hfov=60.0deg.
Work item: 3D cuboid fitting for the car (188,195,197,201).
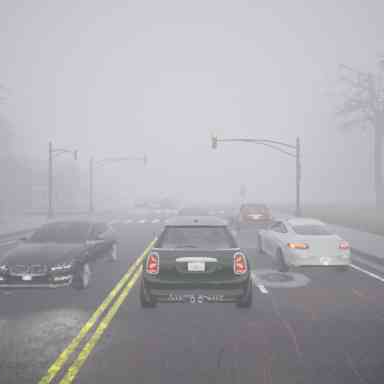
[{"bbox_3d":[0.143,1.482,85.668,2.128,1.511,4.902,0,0,0],"label":"car"}]

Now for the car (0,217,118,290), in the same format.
[{"bbox_3d":[-3.337,1.506,9.163,1.837,1.490,4.892,0,0,0],"label":"car"}]

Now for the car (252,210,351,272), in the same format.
[{"bbox_3d":[3.350,1.526,10.616,1.812,1.442,4.674,0,0,0],"label":"car"}]

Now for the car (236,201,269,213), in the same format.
[{"bbox_3d":[3.341,1.352,19.410,2.097,1.767,4.553,0,0,0],"label":"car"}]

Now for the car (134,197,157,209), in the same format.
[{"bbox_3d":[-6.512,1.538,45.382,2.033,1.411,5.357,0,0,2],"label":"car"}]

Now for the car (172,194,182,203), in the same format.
[{"bbox_3d":[-3.133,1.325,70.449,2.097,1.767,4.553,0,0,0],"label":"car"}]

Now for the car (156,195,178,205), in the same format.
[{"bbox_3d":[-3.274,1.496,44.559,1.837,1.490,4.892,0,0,0],"label":"car"}]

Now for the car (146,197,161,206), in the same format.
[{"bbox_3d":[-6.487,1.545,56.716,1.994,1.385,4.181,0,0,1],"label":"car"}]

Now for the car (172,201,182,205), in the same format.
[{"bbox_3d":[0.070,1.478,17.329,1.882,1.535,5.008,0,0,0],"label":"car"}]

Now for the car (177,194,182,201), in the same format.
[{"bbox_3d":[-3.238,1.506,57.188,1.812,1.442,4.674,0,0,0],"label":"car"}]

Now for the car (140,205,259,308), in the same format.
[{"bbox_3d":[0.090,1.352,8.064,2.097,1.767,4.553,0,0,0],"label":"car"}]
